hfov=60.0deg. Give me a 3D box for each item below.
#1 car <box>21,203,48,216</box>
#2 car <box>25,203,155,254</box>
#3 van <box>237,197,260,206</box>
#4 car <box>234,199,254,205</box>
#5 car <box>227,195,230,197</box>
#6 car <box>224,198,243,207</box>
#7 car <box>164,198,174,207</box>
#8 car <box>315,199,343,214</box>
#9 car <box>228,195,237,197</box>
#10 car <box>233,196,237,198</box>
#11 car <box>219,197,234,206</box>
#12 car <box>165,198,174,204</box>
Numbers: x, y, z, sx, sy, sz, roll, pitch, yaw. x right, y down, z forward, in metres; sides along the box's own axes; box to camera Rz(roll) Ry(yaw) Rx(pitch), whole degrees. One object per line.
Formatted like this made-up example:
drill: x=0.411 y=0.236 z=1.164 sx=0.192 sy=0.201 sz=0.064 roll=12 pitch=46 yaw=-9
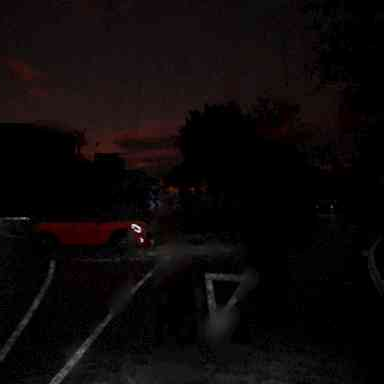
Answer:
car: x=-14.335 y=1.747 z=32.417 sx=1.994 sy=1.385 sz=4.181 roll=-2 pitch=-2 yaw=32
car: x=-3.822 y=1.445 z=13.333 sx=4.553 sy=1.767 sz=2.097 roll=-2 pitch=-3 yaw=7
van: x=13.282 y=2.245 z=75.865 sx=4.442 sy=1.987 sz=1.878 roll=0 pitch=0 yaw=-2
car: x=13.080 y=2.438 z=84.191 sx=4.792 sy=1.488 sz=2.163 roll=0 pitch=0 yaw=-2
car: x=12.736 y=2.223 z=92.508 sx=4.553 sy=1.767 sz=2.185 roll=0 pitch=0 yaw=-2
car: x=8.593 y=2.467 z=68.931 sx=1.837 sy=1.490 sz=4.892 roll=0 pitch=-1 yaw=-5
car: x=-5.038 y=2.192 z=67.194 sx=2.033 sy=1.411 sz=5.357 roll=0 pitch=-1 yaw=-3
car: x=15.922 y=1.607 z=38.615 sx=2.097 sy=1.767 sz=4.553 roll=-3 pitch=-1 yaw=36
car: x=12.826 y=2.368 z=89.735 sx=5.008 sy=1.535 sz=2.097 roll=0 pitch=0 yaw=-2
car: x=12.981 y=2.426 z=81.410 sx=5.366 sy=1.575 sz=1.946 roll=0 pitch=0 yaw=-2
car: x=8.175 y=2.496 z=79.088 sx=1.994 sy=1.385 sz=4.181 roll=0 pitch=0 yaw=-2
car: x=-6.035 y=2.315 z=89.345 sx=2.128 sy=1.511 sz=4.902 roll=0 pitch=0 yaw=-2
